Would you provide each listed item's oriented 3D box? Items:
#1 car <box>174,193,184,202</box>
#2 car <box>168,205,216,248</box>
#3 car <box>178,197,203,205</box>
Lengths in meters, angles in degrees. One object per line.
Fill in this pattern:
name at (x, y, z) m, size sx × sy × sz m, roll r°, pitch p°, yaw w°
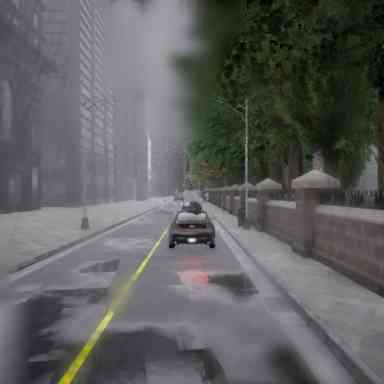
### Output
car at (-3.000, 1.304, 76.710) m, size 2.150 × 2.045 × 5.566 m, roll 0°, pitch 0°, yaw 0°
car at (0.000, 1.525, 14.651) m, size 1.837 × 1.490 × 4.892 m, roll 0°, pitch 0°, yaw 0°
car at (0.000, 1.508, 29.651) m, size 1.882 × 1.535 × 5.008 m, roll 0°, pitch 0°, yaw 0°
